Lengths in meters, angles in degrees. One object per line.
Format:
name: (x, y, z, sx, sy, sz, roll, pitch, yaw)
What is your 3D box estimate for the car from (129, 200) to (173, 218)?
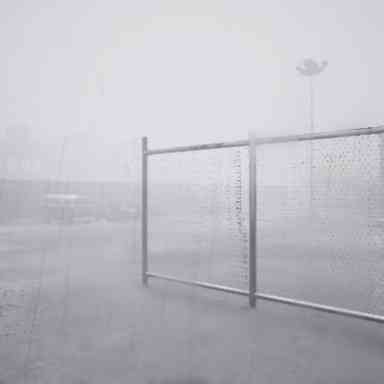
car: (-3.748, 1.476, 30.043, 3.633, 1.501, 1.845, 0, 0, 36)

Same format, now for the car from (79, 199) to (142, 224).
car: (-6.151, 1.533, 26.007, 5.357, 1.415, 2.033, 0, 0, 36)
